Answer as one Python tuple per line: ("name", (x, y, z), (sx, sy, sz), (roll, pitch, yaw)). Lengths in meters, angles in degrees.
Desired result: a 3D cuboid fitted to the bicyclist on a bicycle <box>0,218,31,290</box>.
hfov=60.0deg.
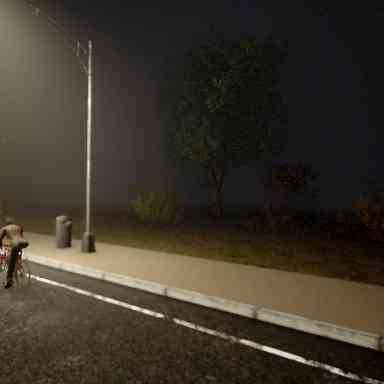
("bicyclist on a bicycle", (-4.244, 1.438, 7.869), (1.656, 1.620, 0.582), (0, 0, 37))
